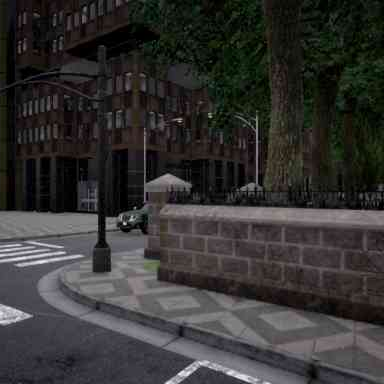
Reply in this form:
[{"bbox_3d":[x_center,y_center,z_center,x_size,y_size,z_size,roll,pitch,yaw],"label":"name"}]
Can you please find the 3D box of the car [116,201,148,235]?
[{"bbox_3d":[-2.395,1.584,22.018,2.150,2.045,5.566,0,-1,35],"label":"car"}]
